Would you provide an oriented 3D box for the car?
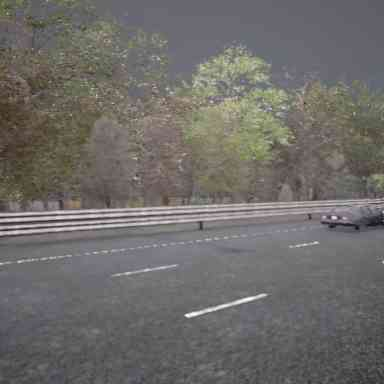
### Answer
[{"bbox_3d":[9.704,1.409,19.338,5.357,1.411,2.033,-1,0,-35],"label":"car"}]
